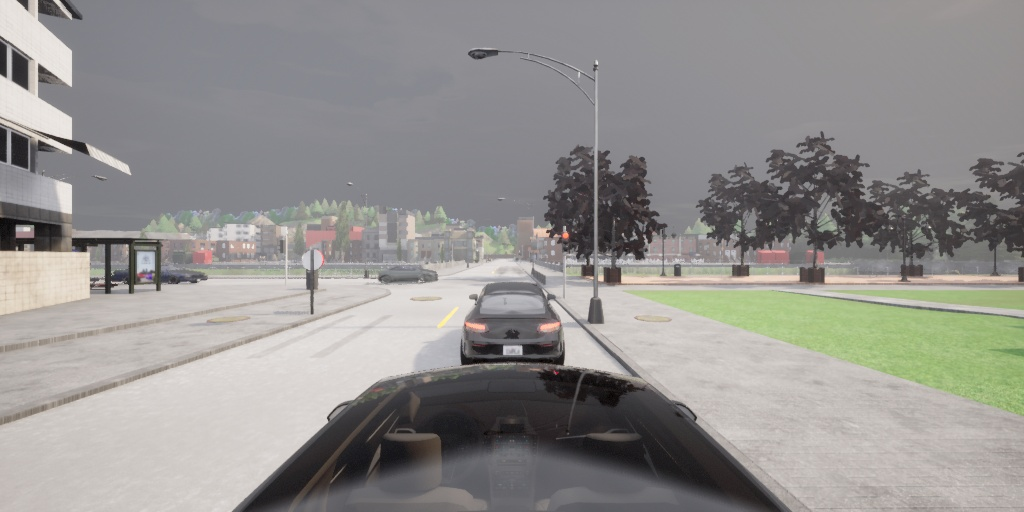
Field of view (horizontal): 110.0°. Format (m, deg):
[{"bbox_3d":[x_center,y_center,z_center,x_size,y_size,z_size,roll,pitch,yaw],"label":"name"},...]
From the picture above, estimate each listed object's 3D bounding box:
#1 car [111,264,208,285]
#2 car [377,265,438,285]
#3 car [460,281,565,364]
[{"bbox_3d":[-24.757,1.296,25.277,5.357,1.411,2.033,0,0,0],"label":"car"},{"bbox_3d":[-7.512,1.314,25.978,4.181,1.385,1.994,0,0,-10],"label":"car"},{"bbox_3d":[0.009,1.276,7.781,1.812,1.442,4.674,0,0,0],"label":"car"}]
